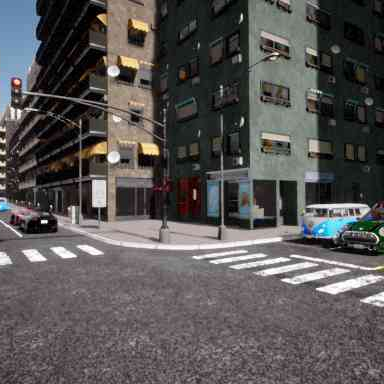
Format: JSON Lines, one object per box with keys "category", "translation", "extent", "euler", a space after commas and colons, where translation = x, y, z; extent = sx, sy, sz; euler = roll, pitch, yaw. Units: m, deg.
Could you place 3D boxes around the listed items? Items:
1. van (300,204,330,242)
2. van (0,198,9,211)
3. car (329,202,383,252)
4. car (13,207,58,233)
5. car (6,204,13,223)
{"category": "van", "translation": [6.955, 1.466, 15.997], "extent": [3.998, 1.788, 1.690], "euler": [0, -1, -34]}
{"category": "van", "translation": [-25.208, 1.641, 43.779], "extent": [1.690, 1.788, 3.998], "euler": [1, -1, -34]}
{"category": "car", "translation": [8.046, 1.429, 13.620], "extent": [4.553, 1.767, 2.097], "euler": [0, -1, -34]}
{"category": "car", "translation": [-9.595, 1.743, 20.708], "extent": [1.947, 1.339, 4.313], "euler": [1, -1, -34]}
{"category": "car", "translation": [-12.718, 1.783, 25.321], "extent": [1.802, 1.307, 4.206], "euler": [1, -1, -34]}
